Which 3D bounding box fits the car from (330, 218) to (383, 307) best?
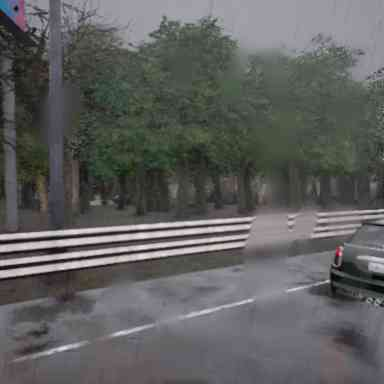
[{"bbox_3d":[4.915,1.269,6.701,4.553,1.767,2.097,-1,1,-32],"label":"car"}]
